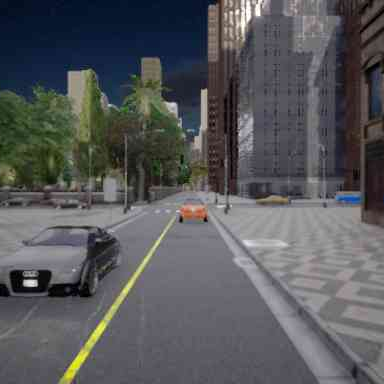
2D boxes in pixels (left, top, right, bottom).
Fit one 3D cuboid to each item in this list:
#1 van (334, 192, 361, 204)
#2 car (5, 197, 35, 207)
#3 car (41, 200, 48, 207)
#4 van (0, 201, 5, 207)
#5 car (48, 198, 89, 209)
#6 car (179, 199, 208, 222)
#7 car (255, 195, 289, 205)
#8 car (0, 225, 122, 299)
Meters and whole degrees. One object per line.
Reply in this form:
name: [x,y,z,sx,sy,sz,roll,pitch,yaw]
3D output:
van: [23.339,0.885,49.506,3.998,1.788,1.690,-1,1,0]
car: [-25.941,1.487,49.807,4.403,1.369,2.008,0,1,0]
car: [-20.415,1.491,49.775,4.206,1.307,1.802,0,1,0]
van: [-25.982,1.363,41.279,3.998,1.788,1.690,0,1,0]
car: [-14.930,1.513,41.215,4.403,1.369,2.008,0,1,0]
car: [0.099,1.294,25.974,2.097,1.767,4.553,0,0,0]
car: [11.931,1.193,49.578,4.829,1.417,1.752,-1,1,0]
car: [-3.096,1.554,8.363,1.994,1.385,4.181,0,0,0]
